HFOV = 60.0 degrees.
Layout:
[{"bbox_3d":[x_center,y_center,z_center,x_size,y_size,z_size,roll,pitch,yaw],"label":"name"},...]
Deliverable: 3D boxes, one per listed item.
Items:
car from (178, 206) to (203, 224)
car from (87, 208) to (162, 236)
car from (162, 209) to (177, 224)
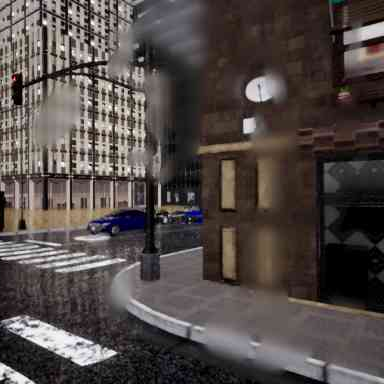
[{"bbox_3d":[1.270,1.860,27.947,1.882,1.535,5.008,-1,-1,35],"label":"car"},{"bbox_3d":[-4.149,1.770,20.229,1.812,1.442,4.674,-1,-1,33],"label":"car"},{"bbox_3d":[-3.503,1.890,25.906,2.008,1.369,4.403,-2,-2,35],"label":"car"}]
